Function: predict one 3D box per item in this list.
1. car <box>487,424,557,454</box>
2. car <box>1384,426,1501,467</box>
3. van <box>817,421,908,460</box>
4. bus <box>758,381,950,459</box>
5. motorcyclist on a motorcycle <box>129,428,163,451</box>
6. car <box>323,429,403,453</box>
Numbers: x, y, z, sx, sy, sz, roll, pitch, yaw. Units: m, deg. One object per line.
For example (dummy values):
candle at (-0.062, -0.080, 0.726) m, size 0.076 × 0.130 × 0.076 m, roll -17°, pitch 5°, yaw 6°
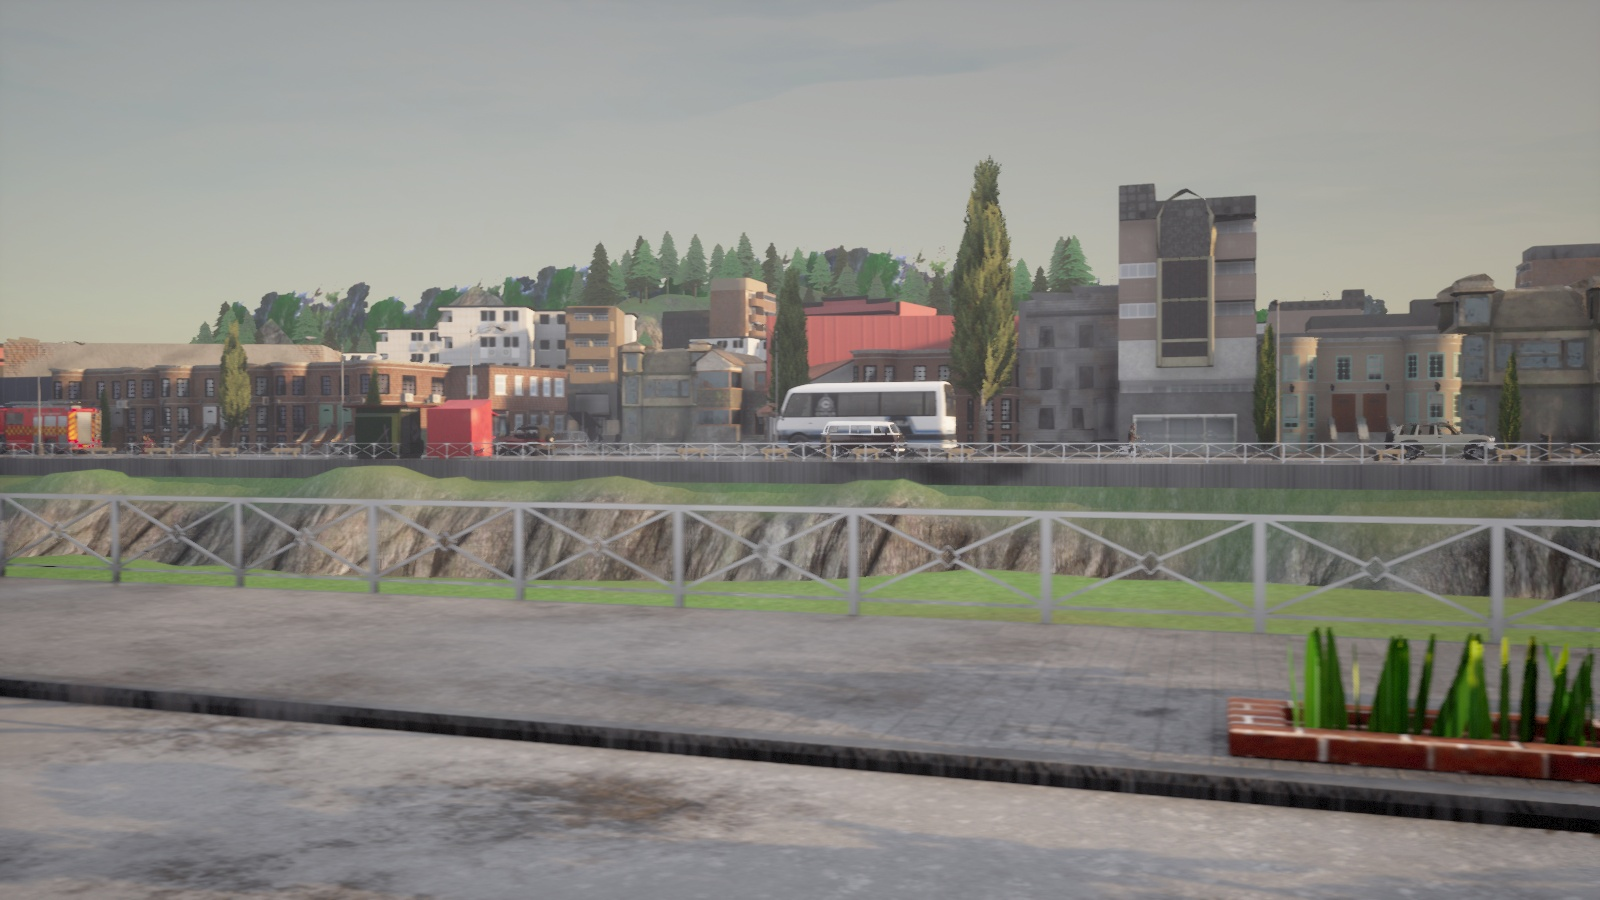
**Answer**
car at (-17.444, -0.707, 78.905) m, size 3.866 × 1.878 × 1.905 m, roll 1°, pitch 1°, yaw 19°
car at (29.981, -0.185, 58.747) m, size 4.605 × 1.855 × 1.932 m, roll 1°, pitch 1°, yaw 19°
van at (3.385, -0.521, 67.685) m, size 4.480 × 2.038 × 2.069 m, roll 1°, pitch 1°, yaw 19°
bus at (3.114, -1.691, 71.978) m, size 10.273 × 4.253 × 3.944 m, roll 1°, pitch 1°, yaw 19°
motorcyclist on a motorcycle at (-43.452, -0.691, 83.431) m, size 2.044 × 1.523 × 0.797 m, roll 1°, pitch 1°, yaw 19°
car at (-28.805, -0.602, 82.727) m, size 4.892 × 1.490 × 1.837 m, roll 1°, pitch 1°, yaw 19°
